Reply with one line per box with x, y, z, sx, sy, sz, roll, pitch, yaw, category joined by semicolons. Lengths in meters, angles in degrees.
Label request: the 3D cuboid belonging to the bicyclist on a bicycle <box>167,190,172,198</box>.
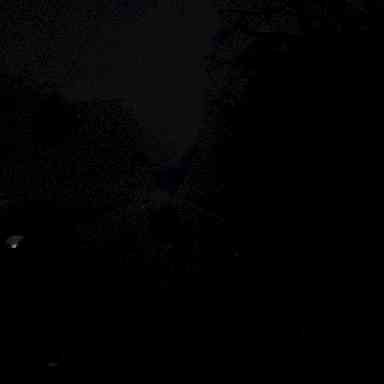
-4.689;0.482;72.494;0.866;1.612;1.509;0;0;-9;bicyclist on a bicycle

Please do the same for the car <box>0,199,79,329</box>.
-3.671;1.179;5.608;2.150;2.045;5.566;0;0;-1;car

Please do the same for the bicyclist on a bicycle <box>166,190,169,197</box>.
-5.729;0.378;79.033;0.582;1.620;1.656;0;1;-9;bicyclist on a bicycle

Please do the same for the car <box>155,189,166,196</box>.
-7.642;0.241;84.790;2.033;1.411;5.357;0;1;-10;car

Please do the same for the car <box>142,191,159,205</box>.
-6.035;1.008;46.983;2.033;1.411;5.357;0;1;-6;car
